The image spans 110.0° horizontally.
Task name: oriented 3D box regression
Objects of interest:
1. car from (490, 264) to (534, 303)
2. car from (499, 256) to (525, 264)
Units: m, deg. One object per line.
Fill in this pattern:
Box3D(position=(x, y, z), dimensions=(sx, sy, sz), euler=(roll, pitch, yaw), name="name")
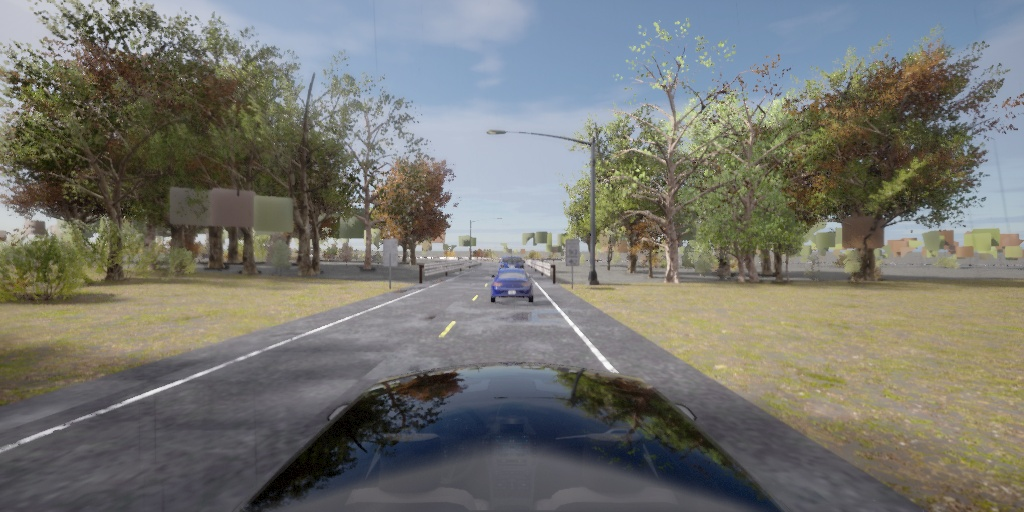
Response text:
Box3D(position=(0.000, 1.279, 16.500), dimensions=(1.812, 1.442, 4.674), euler=(0, 0, 0), name="car")
Box3D(position=(0.000, 1.003, 31.530), dimensions=(2.150, 2.045, 5.566), euler=(0, 0, 0), name="car")
